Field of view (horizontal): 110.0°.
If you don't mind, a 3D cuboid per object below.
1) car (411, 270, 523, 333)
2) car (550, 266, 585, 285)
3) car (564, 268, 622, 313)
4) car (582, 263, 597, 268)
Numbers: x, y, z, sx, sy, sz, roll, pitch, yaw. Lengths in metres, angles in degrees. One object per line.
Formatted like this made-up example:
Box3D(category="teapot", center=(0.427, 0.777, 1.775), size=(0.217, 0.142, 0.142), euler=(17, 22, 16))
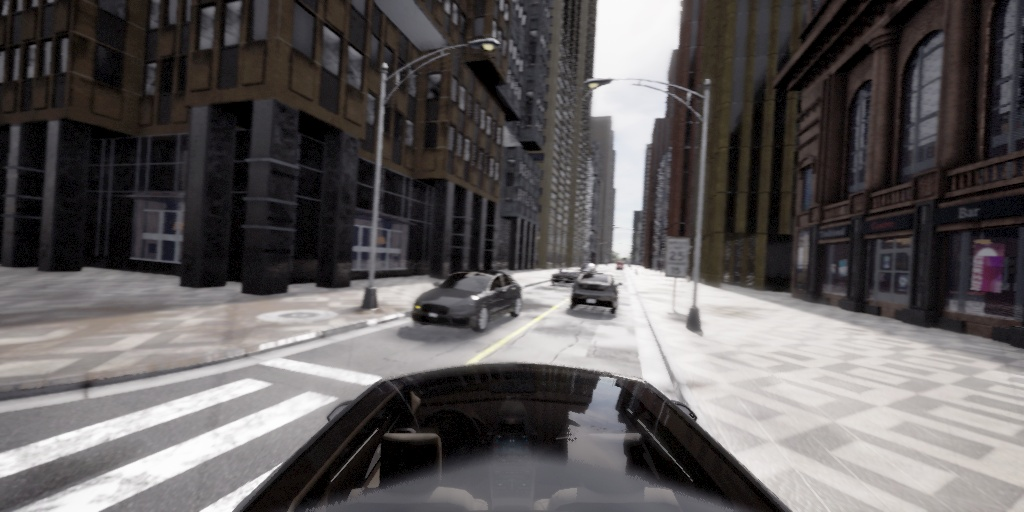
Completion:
Box3D(category="car", center=(-1.071, 1.193, 10.824), size=(1.837, 1.490, 4.892), euler=(3, 0, 19))
Box3D(category="car", center=(4.289, 1.623, 28.012), size=(1.895, 1.301, 4.718), euler=(3, 0, 17))
Box3D(category="car", center=(3.715, 1.491, 15.764), size=(1.837, 1.490, 4.892), euler=(3, 0, 17))
Box3D(category="car", center=(9.367, 1.666, 43.932), size=(2.128, 1.511, 4.902), euler=(3, 0, 17))
